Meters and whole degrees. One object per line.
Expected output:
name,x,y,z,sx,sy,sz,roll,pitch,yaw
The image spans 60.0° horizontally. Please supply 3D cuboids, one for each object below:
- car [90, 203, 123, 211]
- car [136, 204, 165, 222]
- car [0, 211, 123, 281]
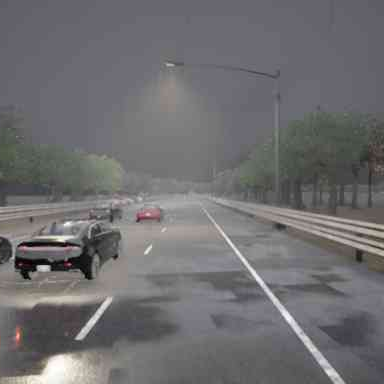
car,-6.899,1.639,27.085,2.128,1.511,4.902,0,0,0
car,-3.395,1.715,27.754,1.994,1.385,4.181,0,0,0
car,-3.398,1.545,10.039,2.128,1.511,4.902,0,0,0
